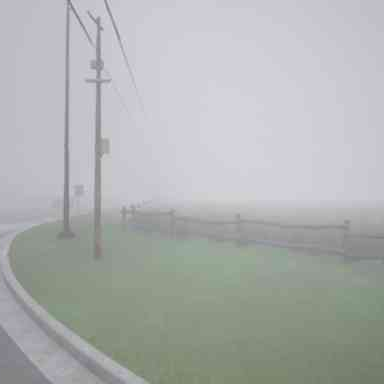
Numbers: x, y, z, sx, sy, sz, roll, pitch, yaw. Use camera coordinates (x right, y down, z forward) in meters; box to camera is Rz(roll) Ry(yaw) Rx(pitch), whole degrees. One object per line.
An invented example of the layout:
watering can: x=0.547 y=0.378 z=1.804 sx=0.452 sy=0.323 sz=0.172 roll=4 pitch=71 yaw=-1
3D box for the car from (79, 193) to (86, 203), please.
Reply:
car: x=-21.586 y=1.362 z=60.953 sx=1.837 sy=1.490 sz=4.892 roll=0 pitch=0 yaw=-3

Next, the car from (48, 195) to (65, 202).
car: x=-29.164 y=1.332 z=71.678 sx=1.812 sy=1.442 sz=4.674 roll=0 pitch=0 yaw=-3

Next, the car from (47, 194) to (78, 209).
car: x=-17.097 y=1.394 z=44.265 sx=1.837 sy=1.490 sz=4.892 roll=0 pitch=0 yaw=-3

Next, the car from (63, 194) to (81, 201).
car: x=-25.631 y=1.203 z=71.173 sx=2.033 sy=1.411 sz=5.357 roll=0 pitch=0 yaw=-3

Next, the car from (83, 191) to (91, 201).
car: x=-22.136 y=0.910 z=71.388 sx=2.150 sy=2.045 sz=5.566 roll=0 pitch=0 yaw=-3

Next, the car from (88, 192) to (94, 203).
car: x=-18.269 y=1.355 z=65.248 sx=1.882 sy=1.535 sz=5.008 roll=0 pitch=0 yaw=-2

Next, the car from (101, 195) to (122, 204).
car: x=-14.385 y=1.450 z=59.087 sx=2.033 sy=1.411 sz=5.357 roll=0 pitch=0 yaw=-2

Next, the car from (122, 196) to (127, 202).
car: x=-15.164 y=1.450 z=72.050 sx=1.994 sy=1.385 sz=4.181 roll=0 pitch=0 yaw=-3

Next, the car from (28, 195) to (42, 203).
car: x=-28.614 y=1.316 z=61.693 sx=1.837 sy=1.490 sz=4.892 roll=0 pitch=0 yaw=-3

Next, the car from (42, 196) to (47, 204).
car: x=-25.081 y=1.313 z=60.768 sx=1.882 sy=1.535 sz=5.008 roll=0 pitch=0 yaw=-3
